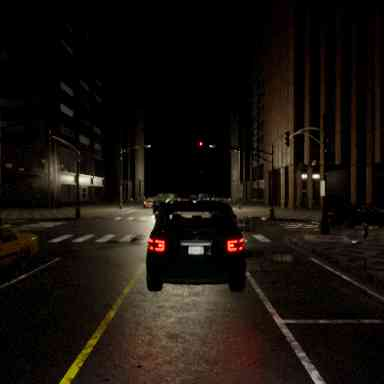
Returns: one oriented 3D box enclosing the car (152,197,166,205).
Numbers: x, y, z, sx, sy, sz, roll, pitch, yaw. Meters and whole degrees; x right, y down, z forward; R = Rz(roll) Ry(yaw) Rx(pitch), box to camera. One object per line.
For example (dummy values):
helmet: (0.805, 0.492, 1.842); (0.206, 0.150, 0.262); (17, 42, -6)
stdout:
car: (-5.641, 1.550, 58.014); (2.008, 1.369, 4.403); (0, 0, 0)

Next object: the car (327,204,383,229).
car: (10.688, 1.526, 20.614); (4.902, 1.511, 2.128); (0, 0, 0)

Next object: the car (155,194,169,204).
car: (-5.629, 1.316, 63.624); (2.192, 1.841, 5.009); (0, 0, 0)

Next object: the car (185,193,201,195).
car: (0.136, 1.493, 65.844); (2.128, 1.511, 4.902); (0, 0, 0)

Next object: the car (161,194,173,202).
car: (-5.606, 1.321, 74.843); (2.192, 1.841, 5.009); (0, 0, 0)

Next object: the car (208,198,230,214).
car: (2.838, 1.436, 35.578); (1.967, 1.590, 4.097); (0, 0, 0)

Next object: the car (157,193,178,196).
car: (-2.996, 1.218, 36.619); (2.150, 2.045, 5.566); (0, 0, 0)

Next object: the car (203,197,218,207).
car: (2.872, 1.548, 52.405); (2.008, 1.369, 4.403); (0, 0, 0)

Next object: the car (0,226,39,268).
car: (-5.743, 1.524, 8.632); (1.752, 1.417, 4.829); (0, 0, 0)

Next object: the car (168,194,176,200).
car: (-5.572, 1.458, 91.671); (1.967, 1.590, 4.097); (0, 0, 0)

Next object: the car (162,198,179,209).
car: (-2.935, 1.561, 46.491); (1.994, 1.385, 4.181); (0, 0, 1)

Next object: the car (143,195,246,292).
car: (0.098, 1.220, 9.086); (2.150, 2.045, 5.566); (0, 0, 0)

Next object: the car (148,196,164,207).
car: (-5.652, 1.438, 52.405); (1.967, 1.590, 4.097); (0, 0, 0)

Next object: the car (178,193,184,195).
car: (-2.913, 1.351, 56.369); (2.097, 1.767, 4.553); (0, 0, 1)

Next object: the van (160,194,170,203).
van: (-5.618, 1.344, 69.232); (1.690, 1.788, 3.998); (0, 0, 0)

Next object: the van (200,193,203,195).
van: (2.907, 1.344, 69.232); (1.690, 1.788, 3.998); (0, 0, 0)

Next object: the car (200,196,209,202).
car: (2.930, 1.575, 80.450); (1.947, 1.339, 4.313); (0, 0, 0)
